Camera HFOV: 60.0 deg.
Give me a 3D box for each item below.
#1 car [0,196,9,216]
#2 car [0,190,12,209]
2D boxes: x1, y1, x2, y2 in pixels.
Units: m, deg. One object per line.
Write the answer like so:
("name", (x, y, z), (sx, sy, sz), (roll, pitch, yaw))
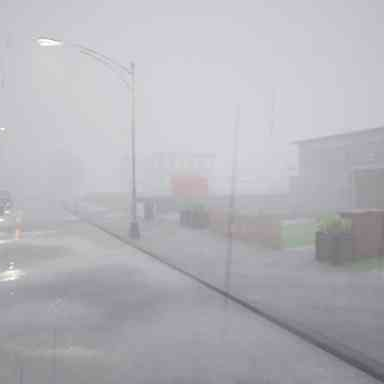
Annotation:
("car", (-16.846, 1.326, 27.967), (1.895, 1.301, 4.718), (-1, 1, -26))
("car", (-21.462, 0.849, 37.275), (2.150, 2.045, 5.566), (-1, 1, -26))
